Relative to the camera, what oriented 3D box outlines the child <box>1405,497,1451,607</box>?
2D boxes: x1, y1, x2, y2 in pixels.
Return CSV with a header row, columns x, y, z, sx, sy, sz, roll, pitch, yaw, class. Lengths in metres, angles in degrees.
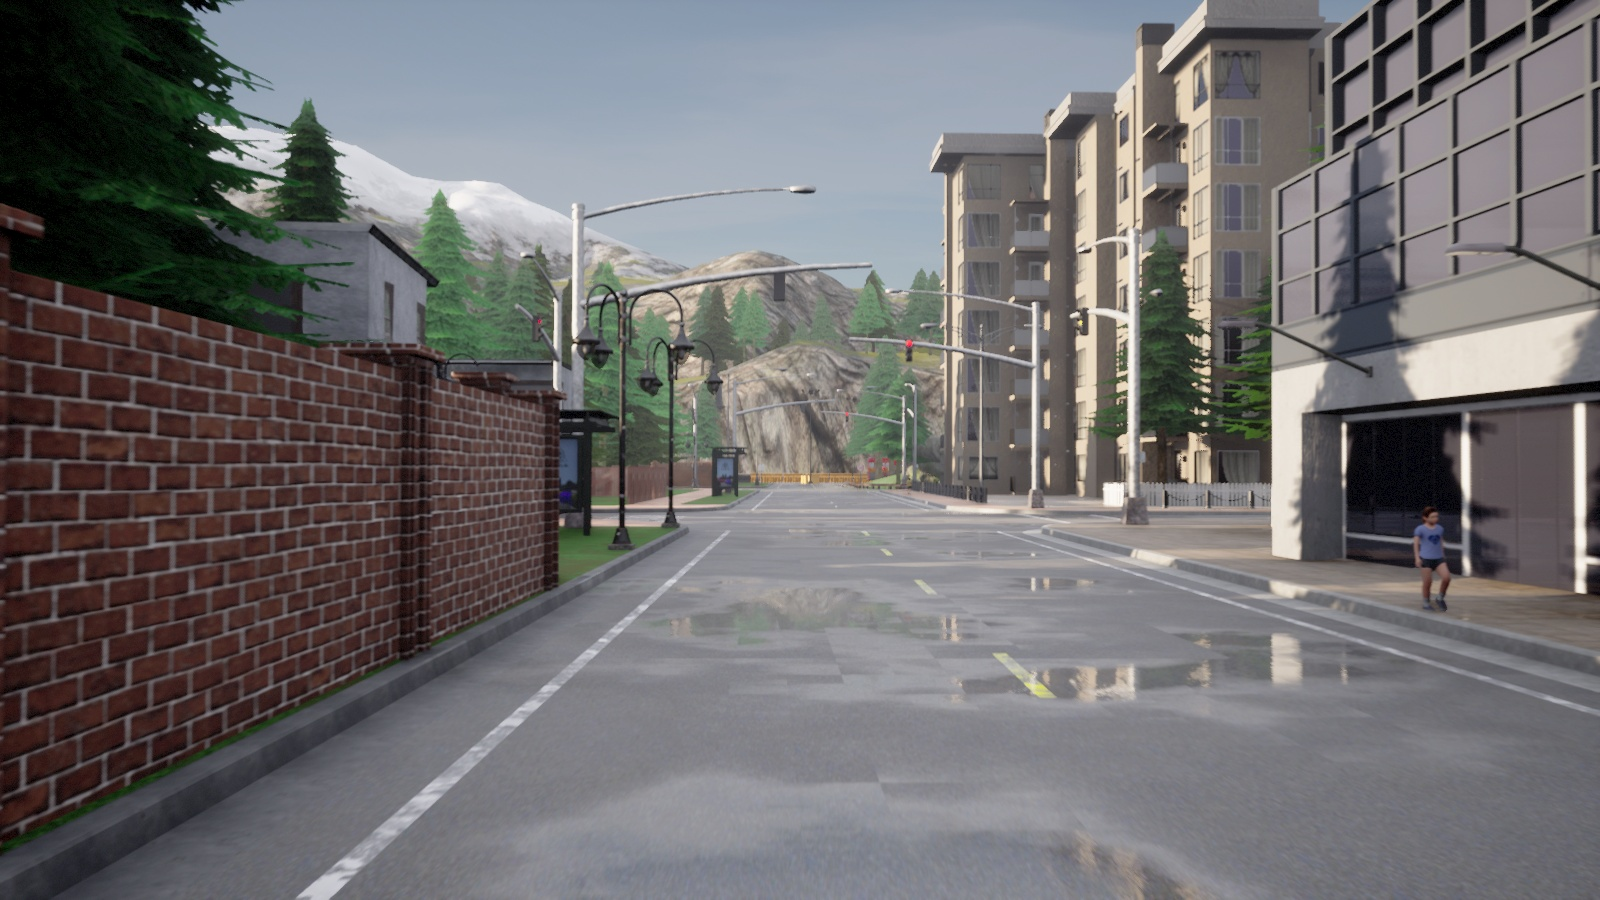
x,y,z,sx,sy,sz,roll,pitch,yaw,class
6.500,1.050,12.997,0.255,1.110,0.394,0,-1,-3,child
